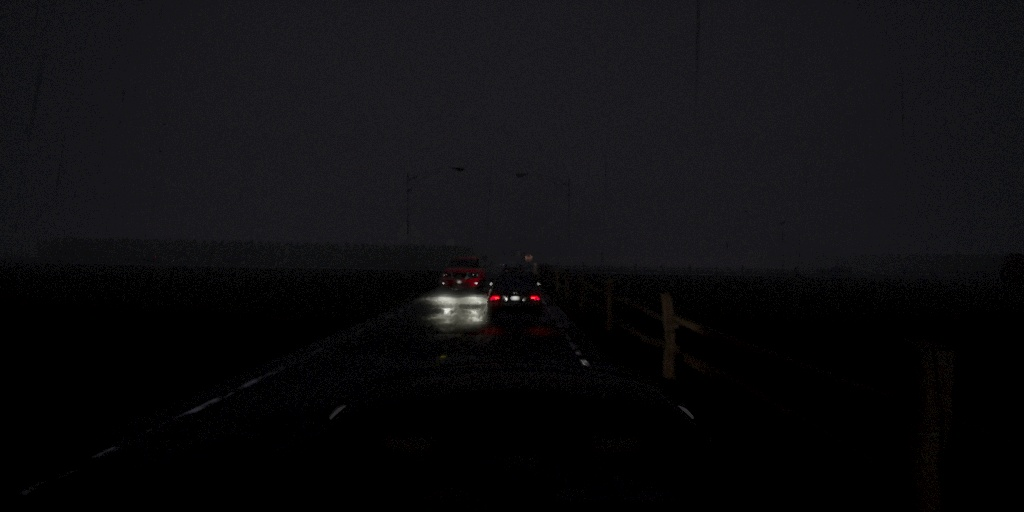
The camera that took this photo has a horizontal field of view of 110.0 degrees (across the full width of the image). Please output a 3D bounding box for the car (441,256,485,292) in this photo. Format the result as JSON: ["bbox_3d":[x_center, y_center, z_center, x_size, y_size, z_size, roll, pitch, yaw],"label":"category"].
[{"bbox_3d":[-2.840,1.046,22.085,2.150,2.045,5.566,0,0,0],"label":"car"}]

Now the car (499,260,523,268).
[{"bbox_3d":[0.103,1.342,29.382,2.128,1.511,4.902,0,0,0],"label":"car"}]

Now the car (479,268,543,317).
[{"bbox_3d":[0.099,1.340,13.378,2.033,1.411,5.357,0,0,0],"label":"car"}]
